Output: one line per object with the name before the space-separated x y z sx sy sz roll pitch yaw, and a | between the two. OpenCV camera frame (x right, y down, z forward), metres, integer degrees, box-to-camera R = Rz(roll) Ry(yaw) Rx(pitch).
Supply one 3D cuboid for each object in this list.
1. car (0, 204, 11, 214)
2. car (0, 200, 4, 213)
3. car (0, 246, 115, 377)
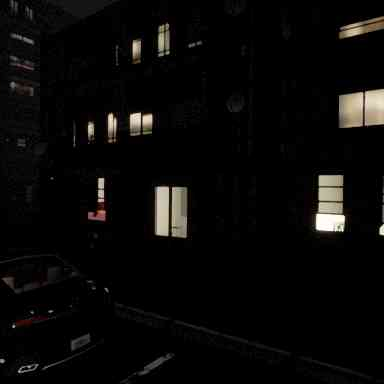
car | -21.641 1.654 34.075 2.033 1.411 5.357 1 0 36
car | -23.287 1.622 36.212 2.008 1.369 4.403 1 0 36
car | -3.103 1.549 5.230 4.403 1.369 2.008 0 1 36
